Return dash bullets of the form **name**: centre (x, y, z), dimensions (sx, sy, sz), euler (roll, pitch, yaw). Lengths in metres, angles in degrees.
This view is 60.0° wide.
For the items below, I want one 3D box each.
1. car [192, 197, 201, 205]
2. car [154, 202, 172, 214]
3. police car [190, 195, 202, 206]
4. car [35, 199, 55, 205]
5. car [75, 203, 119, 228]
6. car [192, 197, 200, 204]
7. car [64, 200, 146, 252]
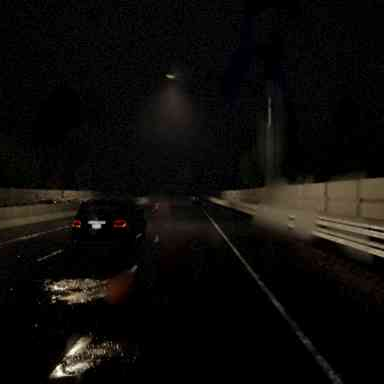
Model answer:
- **car**: centre (1.006, 2.021, 75.663), dimensions (1.801, 1.575, 5.366), euler (0, 0, 0)
- **car**: centre (-3.423, 1.912, 40.058), dimensions (1.895, 1.301, 4.718), euler (0, 0, 0)
- **police car**: centre (1.012, 1.928, 65.584), dimensions (1.930, 1.638, 5.238), euler (0, 0, 0)
- **car**: centre (-24.572, 1.957, 55.710), dimensions (1.812, 1.442, 4.674), euler (0, 0, 1)
- **car**: centre (-6.914, 1.672, 24.862), dimensions (1.882, 1.535, 5.008), euler (0, 0, 0)
- **car**: centre (1.003, 2.048, 81.662), dimensions (1.801, 1.575, 5.366), euler (0, 0, 0)
- **car**: centre (-3.409, 1.336, 14.567), dimensions (2.150, 2.045, 5.566), euler (0, 0, 0)
